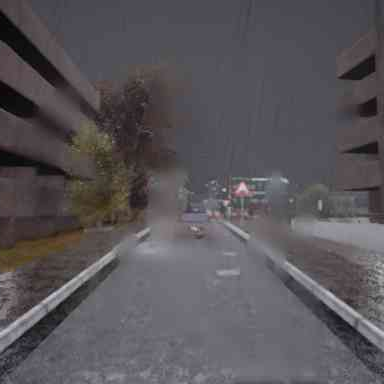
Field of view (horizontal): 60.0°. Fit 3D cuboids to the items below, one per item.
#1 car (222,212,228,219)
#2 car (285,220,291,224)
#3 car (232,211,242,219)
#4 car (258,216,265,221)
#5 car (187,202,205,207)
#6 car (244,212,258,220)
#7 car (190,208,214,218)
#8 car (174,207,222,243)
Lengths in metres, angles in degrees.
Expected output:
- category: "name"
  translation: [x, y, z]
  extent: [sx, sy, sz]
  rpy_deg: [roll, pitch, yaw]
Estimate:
- category: "car"
  translation: [4.875, 4.749, 70.700]
  extent: [2.185, 1.767, 4.553]
  rpy_deg: [5, -6, -31]
- category: "car"
  translation: [22.650, 6.713, 73.769]
  extent: [2.002, 1.452, 4.674]
  rpy_deg: [8, -6, -29]
- category: "car"
  translation: [7.848, 5.015, 71.190]
  extent: [2.185, 1.767, 4.553]
  rpy_deg: [7, -6, -30]
- category: "car"
  translation: [13.679, 5.762, 72.423]
  extent: [1.946, 1.575, 5.366]
  rpy_deg: [8, -6, -30]
- category: "car"
  translation: [0.474, 2.081, 34.773]
  extent: [2.150, 2.045, 5.566]
  rpy_deg: [0, -4, 2]
- category: "car"
  translation: [10.846, 5.201, 71.743]
  extent: [2.435, 2.045, 5.566]
  rpy_deg: [8, -6, -30]
- category: "car"
  translation: [1.996, 4.437, 70.121]
  extent: [2.435, 2.045, 5.566]
  rpy_deg: [3, -5, -30]
- category: "car"
  translation: [0.115, 1.646, 16.409]
  extent: [2.033, 1.411, 5.357]
  rpy_deg: [0, -1, 0]
